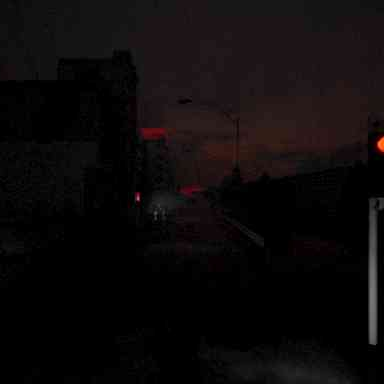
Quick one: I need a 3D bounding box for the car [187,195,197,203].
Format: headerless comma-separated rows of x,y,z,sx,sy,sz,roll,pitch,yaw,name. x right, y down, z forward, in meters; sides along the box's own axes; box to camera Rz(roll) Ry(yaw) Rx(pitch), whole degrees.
0.064,1.478,67.713,1.882,1.535,5.008,0,0,0,car

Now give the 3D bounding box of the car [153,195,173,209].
-4.118,1.491,44.316,2.128,1.511,4.902,0,0,0,car

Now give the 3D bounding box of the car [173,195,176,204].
-4.117,1.601,53.600,1.895,1.301,4.718,0,0,0,car

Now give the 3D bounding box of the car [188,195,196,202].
-0.041,1.524,79.672,1.812,1.442,4.674,0,0,0,car
